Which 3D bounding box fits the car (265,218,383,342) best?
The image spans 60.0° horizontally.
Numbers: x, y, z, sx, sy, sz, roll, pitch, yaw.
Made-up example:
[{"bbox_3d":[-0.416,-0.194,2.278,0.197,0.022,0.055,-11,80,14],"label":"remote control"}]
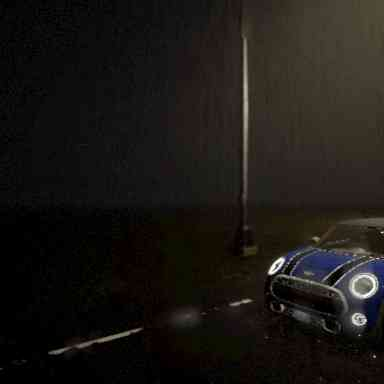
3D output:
[{"bbox_3d":[3.536,1.345,6.526,4.553,1.767,2.097,0,0,-36],"label":"car"}]
